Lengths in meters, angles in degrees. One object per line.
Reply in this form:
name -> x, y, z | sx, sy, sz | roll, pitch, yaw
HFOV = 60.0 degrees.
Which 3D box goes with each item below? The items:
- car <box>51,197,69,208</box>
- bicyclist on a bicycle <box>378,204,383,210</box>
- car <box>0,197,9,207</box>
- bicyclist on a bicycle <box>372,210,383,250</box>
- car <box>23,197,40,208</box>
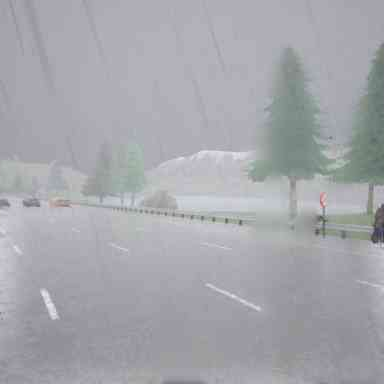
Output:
car -> -19.393, 1.472, 48.778 | 1.882, 1.535, 5.008 | 0, 0, -33
bicyclist on a bicycle -> 9.220, 1.410, 16.273 | 0.582, 1.620, 1.656 | 15, -10, 19
car -> -29.709, 1.520, 51.857 | 1.812, 1.442, 4.674 | 0, 0, -33
bicyclist on a bicycle -> 7.652, 1.725, 13.533 | 0.582, 1.656, 1.620 | 1, 0, 24
car -> -23.698, 1.484, 49.002 | 2.128, 1.511, 4.902 | 0, 0, -33
